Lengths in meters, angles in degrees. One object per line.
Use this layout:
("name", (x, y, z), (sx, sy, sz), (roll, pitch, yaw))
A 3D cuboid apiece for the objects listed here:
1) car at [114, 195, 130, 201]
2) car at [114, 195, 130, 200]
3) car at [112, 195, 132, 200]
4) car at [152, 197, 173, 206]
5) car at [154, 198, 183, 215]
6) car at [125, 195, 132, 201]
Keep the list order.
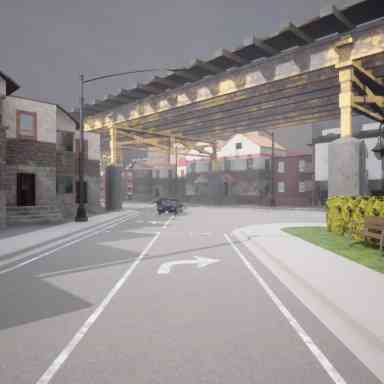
("car", (-17.608, 1.452, 83.773), (2.038, 1.542, 4.974), (0, 0, 15))
("car", (-17.595, 1.295, 83.823), (1.853, 1.218, 4.536), (0, 0, 15))
("car", (-16.876, 1.295, 80.118), (4.536, 1.218, 1.853), (0, 0, -15))
("car", (-3.944, 1.505, 49.758), (1.837, 1.490, 4.892), (0, 0, -45))
("car", (-2.118, 1.601, 33.903), (1.895, 1.301, 4.718), (0, 0, 7))
("car", (-16.927, 1.452, 80.105), (4.974, 1.542, 2.038), (0, 0, -15))
